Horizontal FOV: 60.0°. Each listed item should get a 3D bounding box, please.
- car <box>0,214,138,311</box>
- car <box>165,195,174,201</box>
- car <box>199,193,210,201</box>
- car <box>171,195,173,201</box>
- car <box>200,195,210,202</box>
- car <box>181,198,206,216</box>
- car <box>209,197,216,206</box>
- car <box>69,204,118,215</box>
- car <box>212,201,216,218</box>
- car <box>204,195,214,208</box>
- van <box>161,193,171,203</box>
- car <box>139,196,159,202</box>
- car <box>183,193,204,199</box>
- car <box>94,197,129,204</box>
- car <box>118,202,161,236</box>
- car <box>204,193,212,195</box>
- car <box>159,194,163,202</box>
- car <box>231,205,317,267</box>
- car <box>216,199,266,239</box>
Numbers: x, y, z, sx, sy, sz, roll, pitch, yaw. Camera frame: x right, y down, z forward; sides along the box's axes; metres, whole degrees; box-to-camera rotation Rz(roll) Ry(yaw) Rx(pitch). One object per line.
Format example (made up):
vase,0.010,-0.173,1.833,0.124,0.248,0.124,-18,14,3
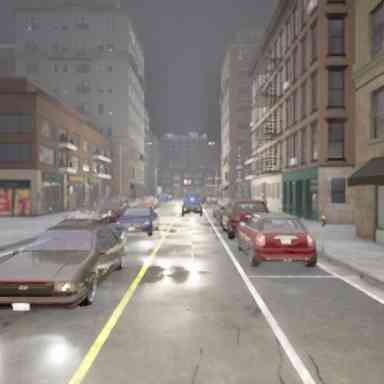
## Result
car,-2.853,1.523,8.204,2.033,1.411,5.357,0,0,0
car,-5.366,1.336,79.215,1.947,1.339,4.313,0,0,0
car,2.658,1.101,73.550,2.192,1.841,5.009,0,0,0
car,-5.367,1.337,73.553,2.008,1.369,4.403,0,0,0
car,2.656,1.368,67.889,1.947,1.339,4.313,0,0,0
car,0.016,1.510,30.756,1.895,1.301,4.718,0,0,0
car,2.645,1.441,28.425,1.752,1.417,4.829,0,0,0
car,-5.383,1.500,16.934,2.008,1.369,4.403,0,0,0
car,2.644,1.499,22.594,1.947,1.339,4.313,0,0,0
car,2.650,1.417,45.241,2.008,1.369,4.403,0,0,0
van,-5.371,1.159,62.228,1.690,1.788,3.998,0,0,0
car,-5.377,1.465,39.582,1.802,1.307,4.206,0,0,0
car,0.051,1.089,43.892,2.150,2.045,5.566,0,0,0
car,-5.381,1.248,22.596,2.192,1.841,5.009,0,0,0
car,-2.836,1.472,18.047,1.812,1.442,4.674,0,0,0
car,2.653,1.149,56.564,2.192,1.841,5.009,0,0,0
car,-5.375,1.392,45.074,1.752,1.417,4.829,0,0,0
car,2.641,1.406,11.269,1.967,1.590,4.097,0,0,0
car,2.642,1.265,16.931,2.192,1.841,5.009,0,0,0
